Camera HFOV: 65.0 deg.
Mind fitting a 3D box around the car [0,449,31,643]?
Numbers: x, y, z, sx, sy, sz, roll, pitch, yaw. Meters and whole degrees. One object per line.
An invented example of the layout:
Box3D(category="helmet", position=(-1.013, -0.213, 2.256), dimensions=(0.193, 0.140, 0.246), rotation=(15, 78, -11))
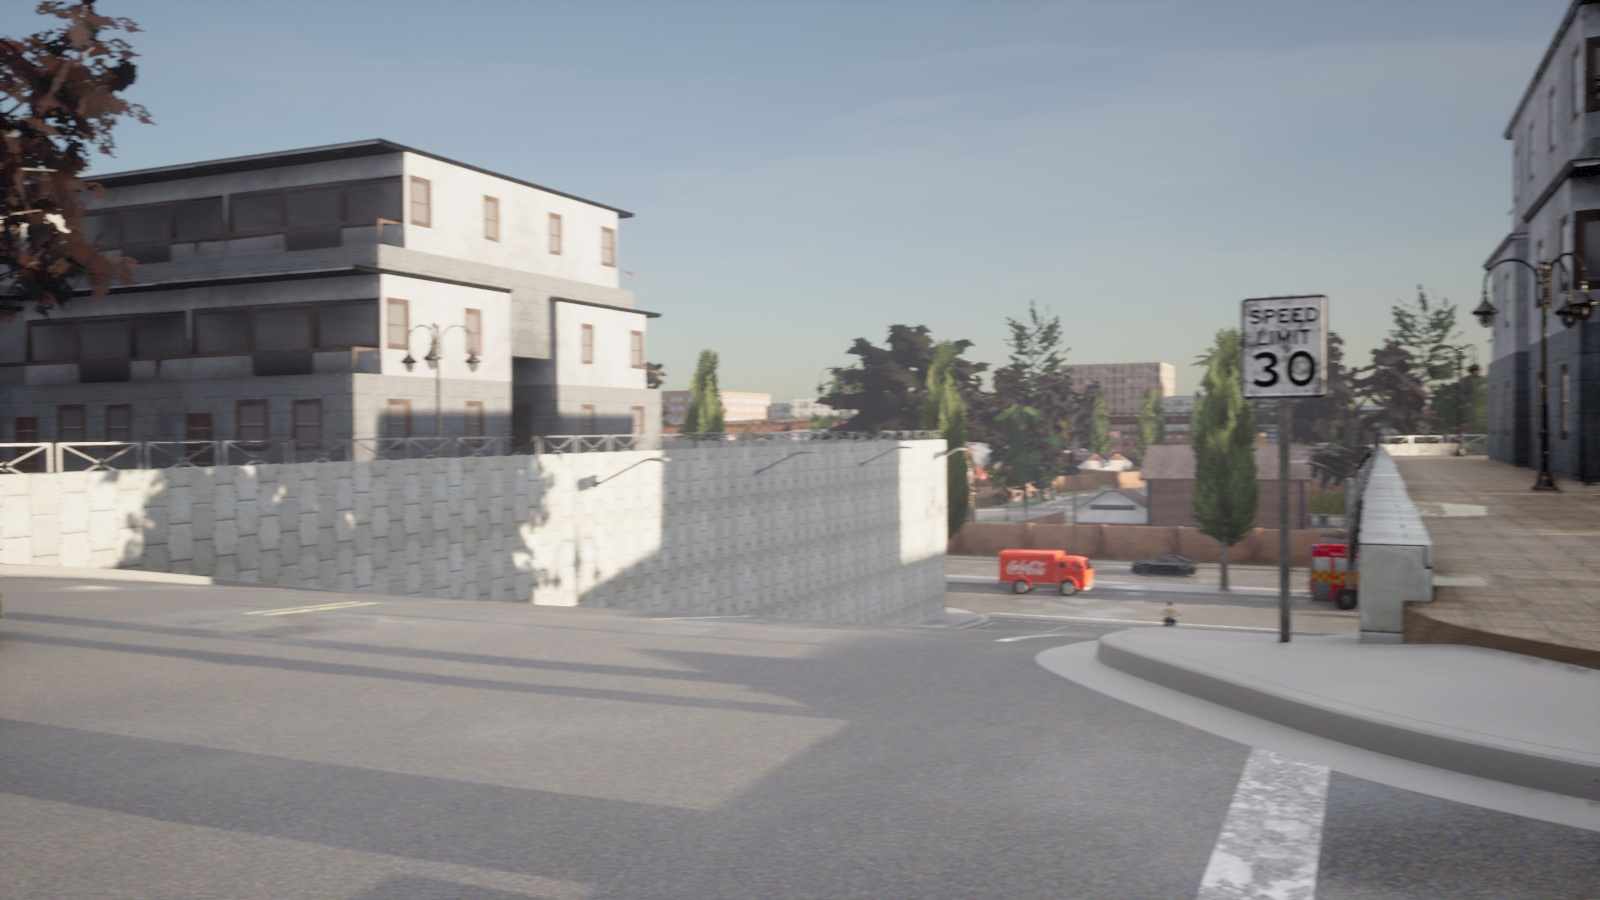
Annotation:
Box3D(category="car", position=(-6.876, 0.763, 8.100), dimensions=(2.007, 1.525, 4.514), rotation=(1, 0, -14))

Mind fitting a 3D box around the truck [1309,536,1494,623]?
Box3D(category="truck", position=(31.204, 6.658, 65.479), dimensions=(8.468, 3.827, 2.891), rotation=(0, 1, 24))

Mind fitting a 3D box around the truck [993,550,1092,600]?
Box3D(category="truck", position=(14.153, 7.241, 73.231), dimensions=(5.204, 2.467, 2.627), rotation=(0, 1, 24))

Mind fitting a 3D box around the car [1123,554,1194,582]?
Box3D(category="car", position=(23.341, 7.656, 81.696), dimensions=(4.181, 1.385, 1.994), rotation=(0, 1, 24))
